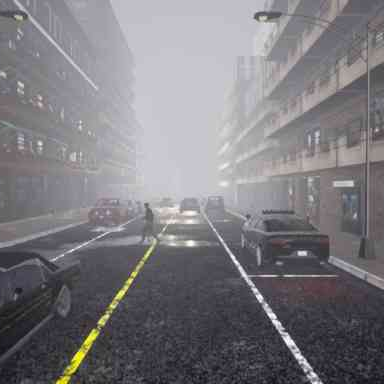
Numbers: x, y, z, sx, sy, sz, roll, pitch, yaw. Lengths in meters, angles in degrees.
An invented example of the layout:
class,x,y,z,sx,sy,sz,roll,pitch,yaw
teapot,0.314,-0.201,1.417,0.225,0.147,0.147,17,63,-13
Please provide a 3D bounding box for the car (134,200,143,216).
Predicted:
class,x,y,z,sx,sy,sz,roll,pitch,yaw
car,-5.956,1.433,29.794,1.967,1.590,4.097,-1,0,0

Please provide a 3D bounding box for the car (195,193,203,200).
class,x,y,z,sx,sy,sz,roll,pitch,yaw
car,1.890,1.312,92.134,2.192,1.841,5.009,-1,0,0

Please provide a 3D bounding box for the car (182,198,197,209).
class,x,y,z,sx,sy,sz,roll,pitch,yaw
car,-0.328,1.593,46.930,1.895,1.301,4.718,0,0,0

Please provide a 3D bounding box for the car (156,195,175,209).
class,x,y,z,sx,sy,sz,roll,pitch,yaw
car,-3.491,1.497,46.429,1.837,1.490,4.892,0,0,0

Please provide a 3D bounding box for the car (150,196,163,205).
class,x,y,z,sx,sy,sz,roll,pitch,yaw
car,-6.195,1.517,57.944,1.752,1.417,4.829,-1,0,0

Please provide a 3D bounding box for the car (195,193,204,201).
class,x,y,z,sx,sy,sz,roll,pitch,yaw
car,1.938,1.311,86.471,2.192,1.841,5.009,-1,0,0

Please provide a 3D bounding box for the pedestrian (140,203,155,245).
class,x,y,z,sx,sy,sz,roll,pitch,yaw
pedestrian,-1.870,1.291,13.943,0.375,1.860,0.375,-1,1,-5

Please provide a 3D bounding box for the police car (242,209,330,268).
class,x,y,z,sx,sy,sz,roll,pitch,yaw
police car,2.904,1.422,11.402,1.930,1.638,5.238,0,0,0

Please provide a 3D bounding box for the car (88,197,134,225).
class,x,y,z,sx,sy,sz,roll,pitch,yaw
car,-5.908,1.309,24.131,2.192,1.841,5.009,-1,0,0

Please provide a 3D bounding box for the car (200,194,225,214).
class,x,y,z,sx,sy,sz,roll,pitch,yaw
car,2.374,1.308,35.498,2.192,1.841,5.009,-1,0,0

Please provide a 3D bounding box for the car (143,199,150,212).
class,x,y,z,sx,sy,sz,roll,pitch,yaw
car,-6.002,1.558,35.458,1.947,1.339,4.313,-1,0,0

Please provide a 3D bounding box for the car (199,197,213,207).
class,x,y,z,sx,sy,sz,roll,pitch,yaw
car,2.232,1.558,52.489,1.947,1.339,4.313,-1,0,0

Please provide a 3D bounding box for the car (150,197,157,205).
class,x,y,z,sx,sy,sz,roll,pitch,yaw
car,-6.147,1.517,52.280,1.752,1.417,4.829,-1,0,0

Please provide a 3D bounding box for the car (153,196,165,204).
class,x,y,z,sx,sy,sz,roll,pitch,yaw
car,-6.244,1.517,63.607,1.752,1.417,4.829,-1,0,0

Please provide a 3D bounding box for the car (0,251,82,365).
class,x,y,z,sx,sy,sz,roll,pitch,yaw
car,-3.137,1.599,4.512,1.895,1.301,4.718,0,0,0

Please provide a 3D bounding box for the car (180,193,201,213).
class,x,y,z,sx,sy,sz,roll,pitch,yaw
car,-0.229,1.344,36.153,2.097,1.767,4.553,0,0,0

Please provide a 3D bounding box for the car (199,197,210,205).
class,x,y,z,sx,sy,sz,roll,pitch,yaw
car,2.184,1.574,58.153,1.802,1.307,4.206,-1,0,0
